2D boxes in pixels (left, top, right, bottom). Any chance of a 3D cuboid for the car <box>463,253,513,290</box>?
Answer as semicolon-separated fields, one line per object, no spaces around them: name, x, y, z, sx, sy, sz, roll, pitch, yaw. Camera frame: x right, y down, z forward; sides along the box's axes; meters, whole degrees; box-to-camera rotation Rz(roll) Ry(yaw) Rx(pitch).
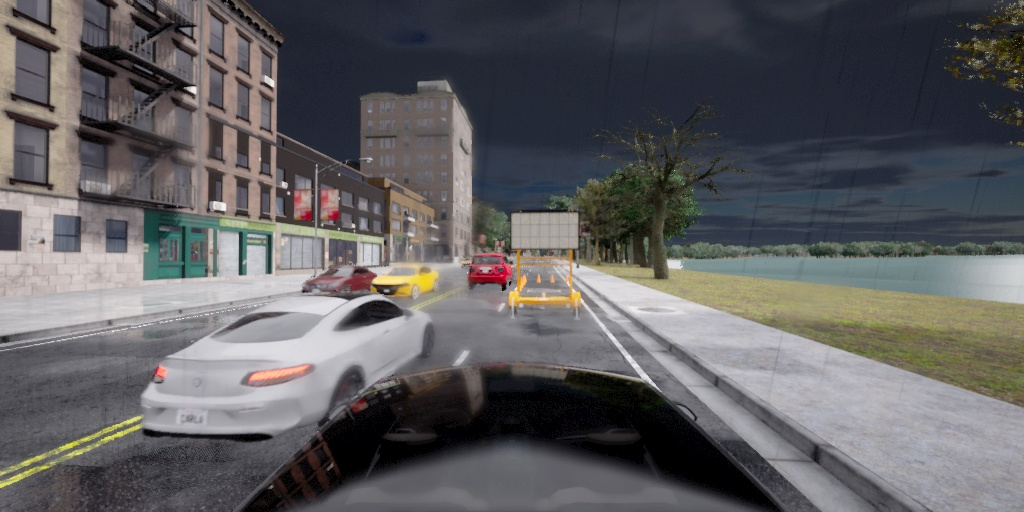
car;-1.195;0.888;21.907;2.150;2.045;5.566;0;1;5

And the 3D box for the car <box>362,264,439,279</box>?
car;-5.044;1.174;17.528;1.882;1.535;5.008;0;0;5

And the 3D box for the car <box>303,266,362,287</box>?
car;-8.282;1.222;17.814;1.812;1.442;4.674;0;0;5

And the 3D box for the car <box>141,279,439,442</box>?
car;-2.640;1.276;5.483;1.812;1.442;4.674;0;0;5

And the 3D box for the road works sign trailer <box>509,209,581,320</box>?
road works sign trailer;1.148;0.187;12.619;2.380;3.560;2.880;0;0;5

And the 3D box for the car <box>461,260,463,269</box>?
car;-5.593;0.931;48.362;1.882;1.535;5.008;0;0;5
